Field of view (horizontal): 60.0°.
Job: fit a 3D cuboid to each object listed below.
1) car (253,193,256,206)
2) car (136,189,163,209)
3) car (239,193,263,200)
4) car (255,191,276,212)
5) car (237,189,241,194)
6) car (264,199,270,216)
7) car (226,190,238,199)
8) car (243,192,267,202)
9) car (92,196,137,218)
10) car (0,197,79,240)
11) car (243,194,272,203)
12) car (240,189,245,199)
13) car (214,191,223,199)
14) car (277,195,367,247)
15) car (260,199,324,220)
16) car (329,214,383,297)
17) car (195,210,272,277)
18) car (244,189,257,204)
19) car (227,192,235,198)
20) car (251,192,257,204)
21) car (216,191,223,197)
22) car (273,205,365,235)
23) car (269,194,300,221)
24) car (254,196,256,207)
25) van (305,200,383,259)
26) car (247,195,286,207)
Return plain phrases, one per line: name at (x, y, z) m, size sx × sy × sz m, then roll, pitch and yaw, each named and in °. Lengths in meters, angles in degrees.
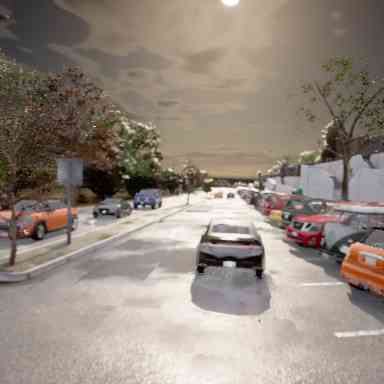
car at (9.232, 1.296, 34.575) m, size 4.553 × 1.767 × 2.185 m, roll 2°, pitch 1°, yaw -14°
car at (-4.635, 0.699, 35.778) m, size 2.150 × 2.045 × 5.566 m, roll 2°, pitch 1°, yaw 7°
car at (14.498, 1.072, 82.239) m, size 5.366 × 1.575 × 1.946 m, roll 2°, pitch 1°, yaw -14°
car at (8.202, 1.272, 25.635) m, size 5.566 × 2.045 × 2.435 m, roll 2°, pitch 1°, yaw -13°
car at (14.370, 0.868, 79.304) m, size 5.566 × 2.045 × 2.435 m, roll 2°, pitch 1°, yaw -13°
car at (7.998, 1.561, 22.692) m, size 5.366 × 1.575 × 1.946 m, roll 2°, pitch 1°, yaw -13°
car at (9.574, 0.790, 82.238) m, size 2.097 × 1.767 × 4.553 m, roll 2°, pitch 1°, yaw 7°
car at (13.340, 1.070, 70.352) m, size 4.553 × 1.767 × 2.185 m, roll 2°, pitch 1°, yaw -13°
car at (-5.892, 1.162, 25.048) m, size 1.994 × 1.385 × 4.181 m, roll 2°, pitch 1°, yaw 6°
car at (-7.064, 1.066, 15.248) m, size 2.097 × 1.767 × 4.553 m, roll 2°, pitch 1°, yaw 7°
car at (12.612, 1.225, 64.386) m, size 5.008 × 1.535 × 2.097 m, roll 2°, pitch 0°, yaw -13°
car at (11.577, 1.011, 55.424) m, size 5.566 × 2.045 × 2.435 m, roll 2°, pitch 1°, yaw -13°
car at (6.589, 0.813, 82.559) m, size 1.882 × 1.535 × 5.008 m, roll 2°, pitch 1°, yaw 7°
car at (6.732, 1.412, 13.676) m, size 5.566 × 2.045 × 2.435 m, roll 2°, pitch 1°, yaw -13°
car at (8.534, 1.517, 28.623) m, size 4.792 × 1.488 × 2.163 m, roll 2°, pitch 1°, yaw -13°
car at (5.956, 1.607, 7.713) m, size 4.553 × 1.767 × 2.185 m, roll 2°, pitch 1°, yaw -13°
car at (1.242, 1.544, 10.624) m, size 2.128 × 1.511 × 4.902 m, roll 2°, pitch 1°, yaw 7°
car at (10.259, 1.087, 43.527) m, size 5.566 × 2.045 × 2.435 m, roll 2°, pitch 0°, yaw -13°
car at (10.719, 0.719, 92.206) m, size 2.033 × 1.411 × 5.357 m, roll 2°, pitch 1°, yaw 7°
car at (9.511, 1.263, 37.548) m, size 4.553 × 1.767 × 2.185 m, roll 2°, pitch 1°, yaw -13°
car at (7.782, 0.617, 92.908) m, size 1.837 × 1.490 × 4.892 m, roll 2°, pitch 1°, yaw 7°
car at (7.460, 1.632, 19.667) m, size 4.674 × 1.452 × 2.002 m, roll 2°, pitch 1°, yaw -13°
car at (7.149, 1.378, 16.684) m, size 5.566 × 2.045 × 2.435 m, roll 2°, pitch 1°, yaw -13°
car at (8.858, 1.454, 31.589) m, size 4.892 × 1.521 × 2.231 m, roll 2°, pitch 1°, yaw -13°
van at (6.272, 1.469, 10.673) m, size 4.442 × 1.987 × 1.878 m, roll 2°, pitch 1°, yaw -13°
car at (11.087, 1.300, 49.525) m, size 5.366 × 1.575 × 1.946 m, roll 3°, pitch 0°, yaw -13°
